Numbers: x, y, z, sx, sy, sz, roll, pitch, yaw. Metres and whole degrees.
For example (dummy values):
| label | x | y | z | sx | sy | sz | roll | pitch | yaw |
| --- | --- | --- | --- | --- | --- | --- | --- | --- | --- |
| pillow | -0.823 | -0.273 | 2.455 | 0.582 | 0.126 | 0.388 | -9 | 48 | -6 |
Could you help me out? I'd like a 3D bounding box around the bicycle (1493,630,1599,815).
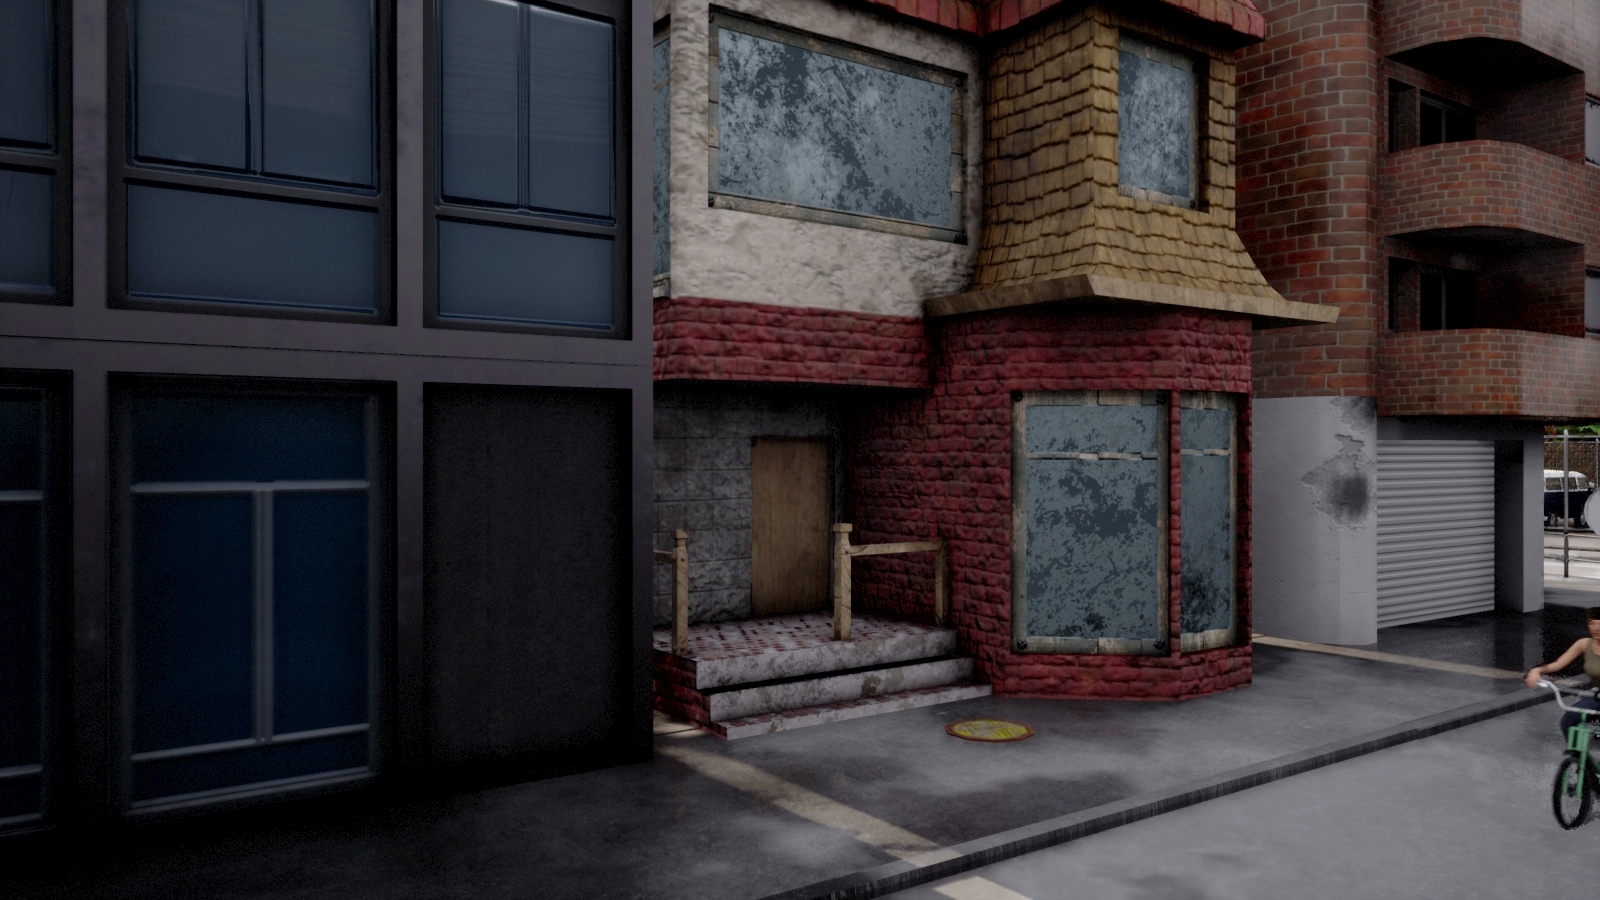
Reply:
| label | x | y | z | sx | sy | sz | roll | pitch | yaw |
| --- | --- | --- | --- | --- | --- | --- | --- | --- | --- |
| bicycle | 6.081 | 2.032 | 8.702 | 1.487 | 1.080 | 0.859 | 0 | 0 | -36 |
